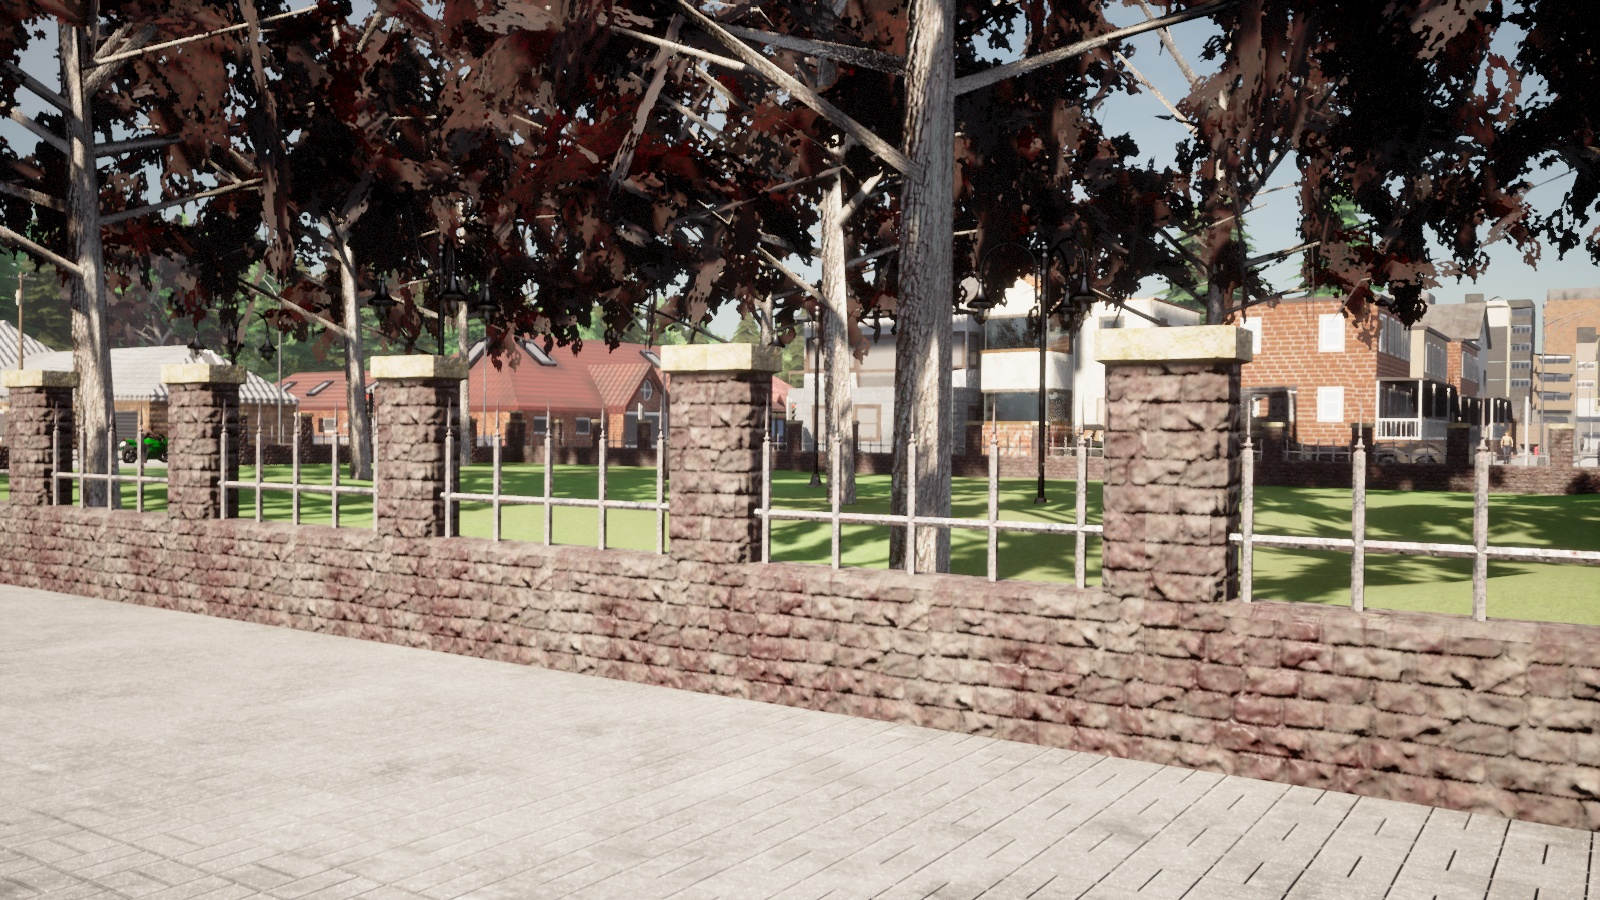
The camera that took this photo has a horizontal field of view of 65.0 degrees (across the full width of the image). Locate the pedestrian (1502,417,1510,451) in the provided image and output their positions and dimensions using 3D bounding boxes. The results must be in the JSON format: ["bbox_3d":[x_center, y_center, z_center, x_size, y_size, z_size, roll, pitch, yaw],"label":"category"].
[{"bbox_3d":[38.303,-0.843,68.090,0.345,1.836,0.594,0,1,33],"label":"pedestrian"}]

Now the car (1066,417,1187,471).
[{"bbox_3d":[11.915,-0.227,45.865,3.866,1.878,1.905,0,1,33],"label":"car"}]

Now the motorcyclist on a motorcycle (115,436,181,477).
[{"bbox_3d":[-24.477,0.230,47.156,0.797,1.523,2.044,0,1,32],"label":"motorcyclist on a motorcycle"}]

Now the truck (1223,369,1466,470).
[{"bbox_3d":[19.796,-1.069,45.962,7.936,3.462,2.891,0,1,25],"label":"truck"}]
